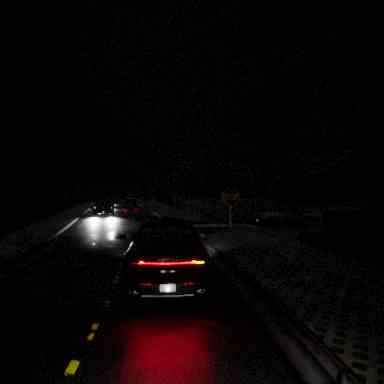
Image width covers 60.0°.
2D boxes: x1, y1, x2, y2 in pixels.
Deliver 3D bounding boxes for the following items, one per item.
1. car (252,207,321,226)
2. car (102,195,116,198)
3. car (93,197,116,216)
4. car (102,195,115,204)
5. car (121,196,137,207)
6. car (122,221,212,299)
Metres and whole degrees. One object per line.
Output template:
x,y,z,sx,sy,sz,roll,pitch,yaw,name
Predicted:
6.880,1.786,24.498,4.718,1.301,1.895,1,-3,-11,car
-10.689,1.289,41.692,1.837,1.490,4.892,1,0,-12,car
-8.274,1.449,31.322,1.895,1.301,4.718,1,0,-13,car
-13.827,1.213,55.527,1.882,1.535,5.008,0,0,-12,car
-8.685,1.318,46.018,1.812,1.442,4.674,1,0,-13,car
-0.649,1.498,8.481,1.837,1.490,4.892,0,0,-5,car
